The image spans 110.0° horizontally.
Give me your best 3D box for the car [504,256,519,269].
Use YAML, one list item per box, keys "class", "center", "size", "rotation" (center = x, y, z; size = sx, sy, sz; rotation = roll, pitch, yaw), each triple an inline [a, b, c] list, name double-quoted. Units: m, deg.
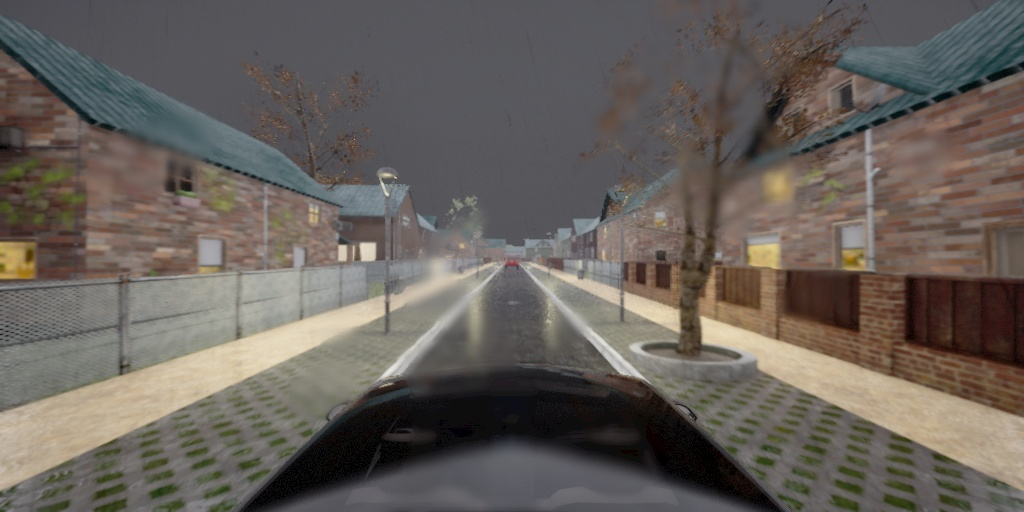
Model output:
- class: "car"
  center: [-0.020, 0.995, 57.141]
  size: [2.150, 2.045, 5.566]
  rotation: [0, 0, 0]
